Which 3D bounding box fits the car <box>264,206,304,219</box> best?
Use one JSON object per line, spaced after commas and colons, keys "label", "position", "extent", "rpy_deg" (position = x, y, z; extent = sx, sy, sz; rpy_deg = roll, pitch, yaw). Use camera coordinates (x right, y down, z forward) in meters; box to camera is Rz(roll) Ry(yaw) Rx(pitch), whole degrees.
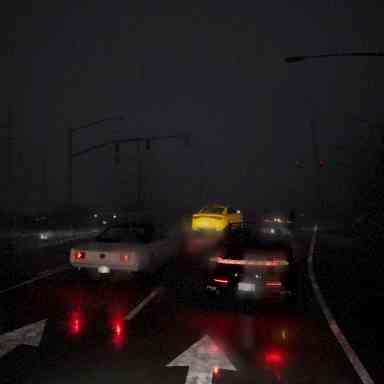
{"label": "car", "position": [4.598, 1.505, 17.207], "extent": [1.837, 1.490, 4.892], "rpy_deg": [0, 0, 21]}

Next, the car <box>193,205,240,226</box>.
{"label": "car", "position": [1.597, 1.478, 19.034], "extent": [1.882, 1.535, 5.008], "rpy_deg": [0, 0, 21]}

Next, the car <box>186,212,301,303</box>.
{"label": "car", "position": [1.538, 1.492, 8.323], "extent": [2.128, 1.511, 4.902], "rpy_deg": [0, 0, 13]}

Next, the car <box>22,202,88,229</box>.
{"label": "car", "position": [-8.750, 1.477, 21.985], "extent": [1.882, 1.535, 5.008], "rpy_deg": [0, 0, 22]}

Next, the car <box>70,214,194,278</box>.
{"label": "car", "position": [-1.555, 1.601, 10.238], "extent": [1.895, 1.301, 4.718], "rpy_deg": [0, 0, 15]}

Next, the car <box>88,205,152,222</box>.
{"label": "car", "position": [-4.640, 1.601, 22.813], "extent": [1.895, 1.301, 4.718], "rpy_deg": [0, 0, 22]}
